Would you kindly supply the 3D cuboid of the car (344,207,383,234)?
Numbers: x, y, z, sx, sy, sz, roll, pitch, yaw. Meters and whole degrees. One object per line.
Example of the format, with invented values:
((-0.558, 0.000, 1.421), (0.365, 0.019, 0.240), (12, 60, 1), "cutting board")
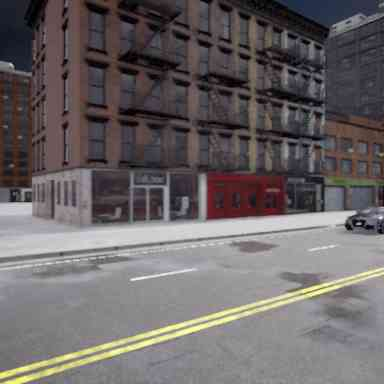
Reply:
((10.651, 1.544, 19.153), (4.181, 1.385, 1.994), (0, 0, -35), "car")
